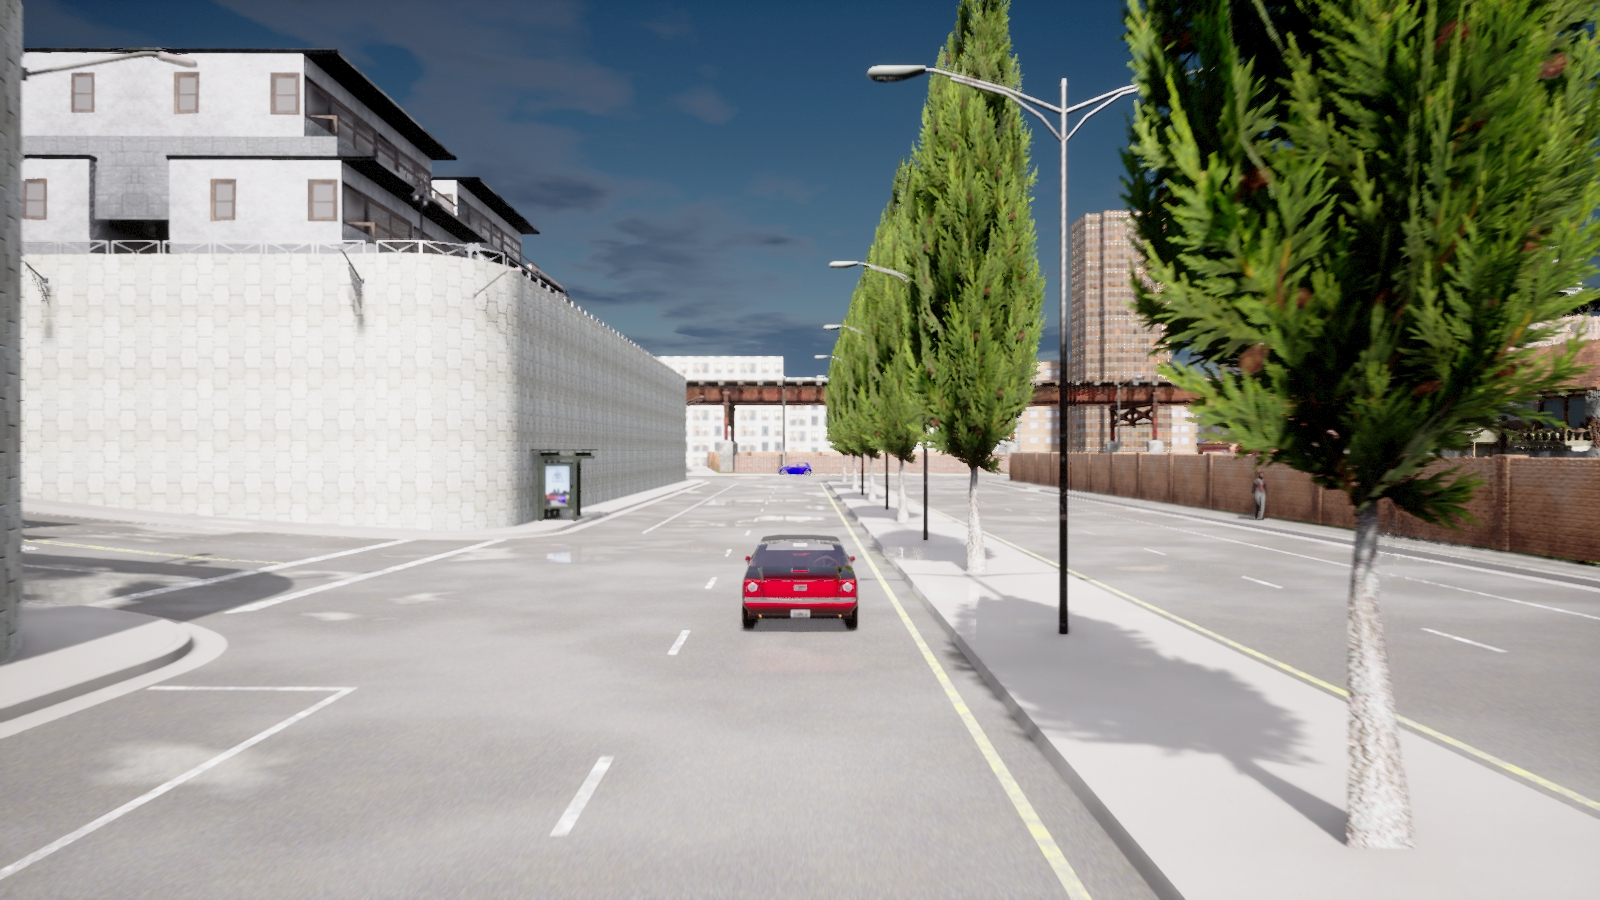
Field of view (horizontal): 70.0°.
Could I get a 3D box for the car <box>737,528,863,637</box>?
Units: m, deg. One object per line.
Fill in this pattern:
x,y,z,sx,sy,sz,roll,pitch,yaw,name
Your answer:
0.002,2.152,19.506,1.895,1.301,4.718,0,0,0,car

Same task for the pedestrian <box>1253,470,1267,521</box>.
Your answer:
17.170,1.698,42.688,0.375,1.860,0.375,0,0,1,pedestrian
